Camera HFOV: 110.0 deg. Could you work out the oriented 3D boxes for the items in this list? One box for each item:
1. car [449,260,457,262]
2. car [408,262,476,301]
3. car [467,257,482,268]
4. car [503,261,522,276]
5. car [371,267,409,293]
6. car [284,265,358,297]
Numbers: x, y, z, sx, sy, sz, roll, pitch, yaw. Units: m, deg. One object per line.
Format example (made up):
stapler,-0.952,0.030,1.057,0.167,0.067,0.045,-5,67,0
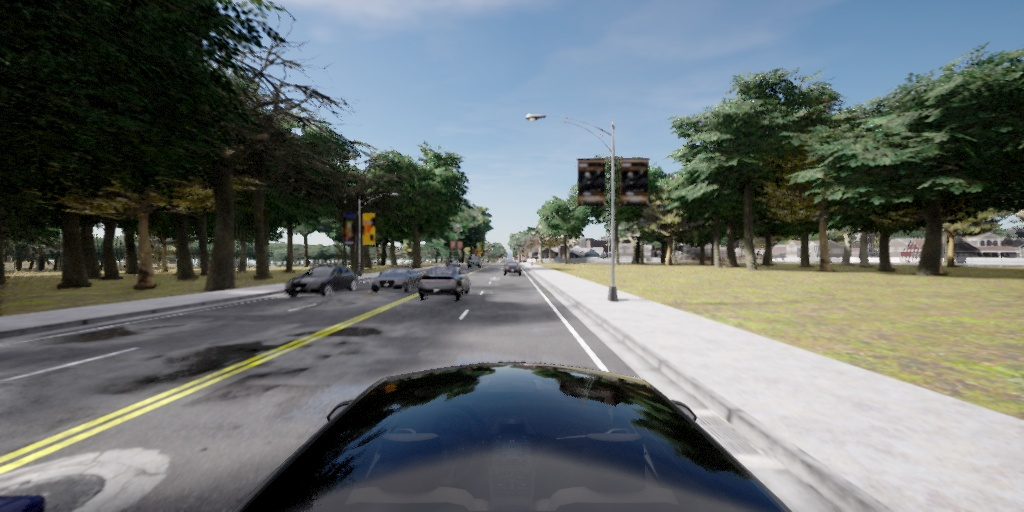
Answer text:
car,-9.871,1.394,59.347,1.812,1.442,4.674,0,0,0
car,-3.170,1.249,17.415,2.128,1.511,4.902,0,0,0
car,-6.602,1.108,63.276,2.150,2.045,5.566,0,0,0
car,0.051,1.328,38.612,1.812,1.442,4.674,0,0,0
car,-6.622,1.326,20.944,1.994,1.385,4.181,0,0,0
car,-9.871,1.264,18.984,1.837,1.490,4.892,0,0,0
